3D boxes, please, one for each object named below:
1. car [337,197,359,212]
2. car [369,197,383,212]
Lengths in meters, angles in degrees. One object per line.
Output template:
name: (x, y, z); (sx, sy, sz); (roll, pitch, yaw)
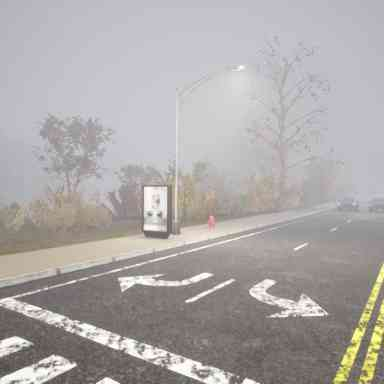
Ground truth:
car: (18.708, 1.390, 39.731); (2.097, 1.767, 4.553); (0, 0, 30)
car: (21.509, 1.393, 38.084); (2.097, 1.767, 4.553); (0, 0, 30)
